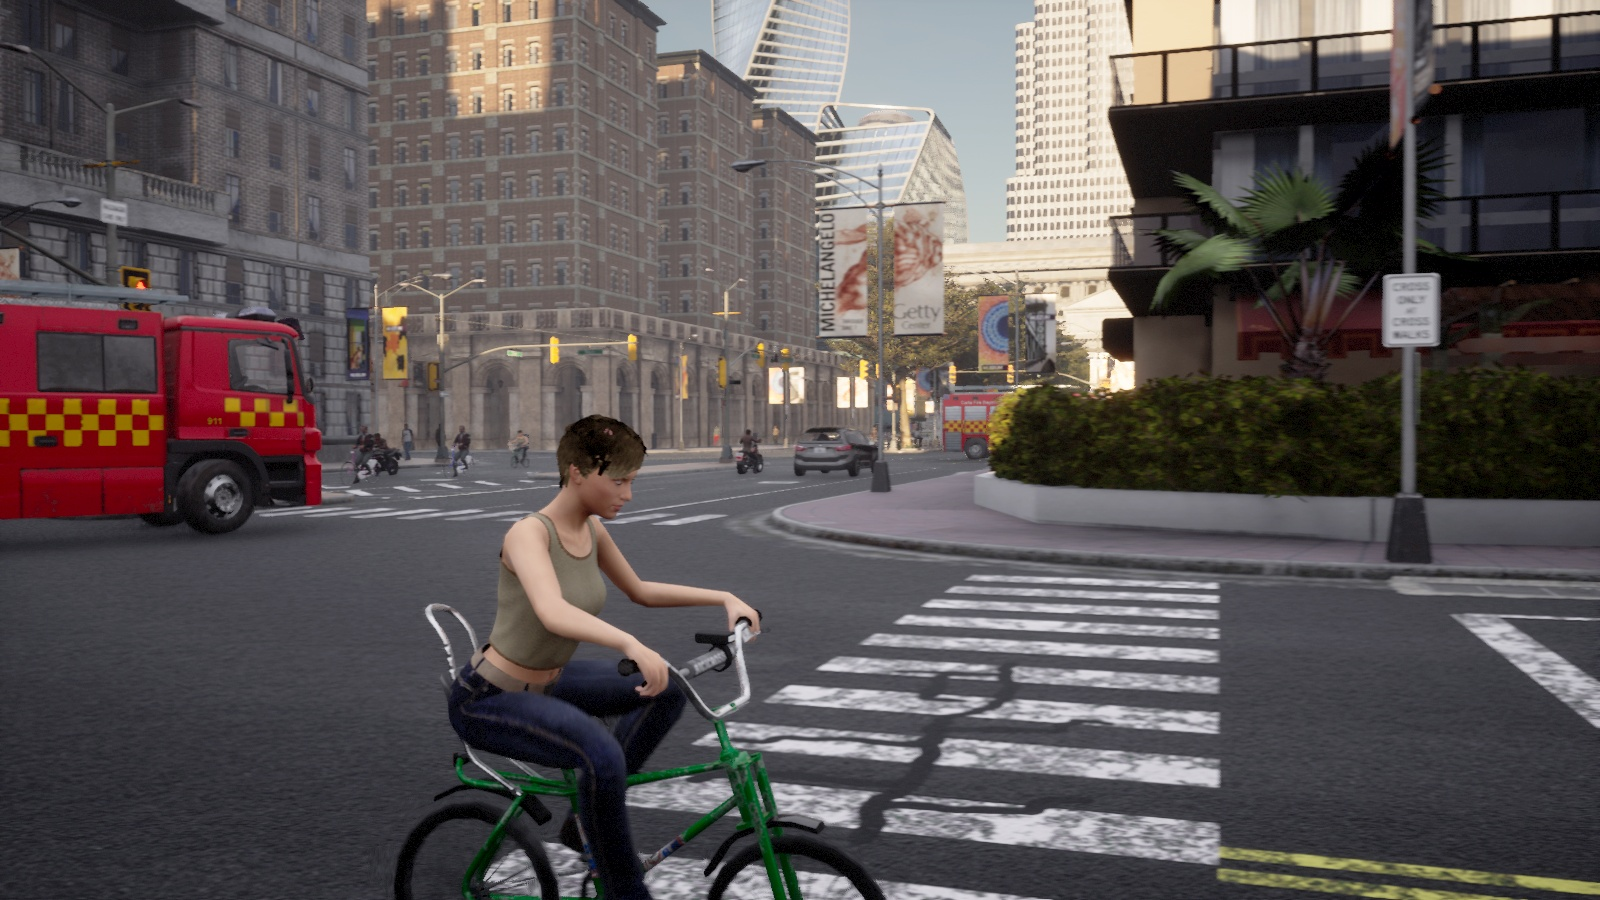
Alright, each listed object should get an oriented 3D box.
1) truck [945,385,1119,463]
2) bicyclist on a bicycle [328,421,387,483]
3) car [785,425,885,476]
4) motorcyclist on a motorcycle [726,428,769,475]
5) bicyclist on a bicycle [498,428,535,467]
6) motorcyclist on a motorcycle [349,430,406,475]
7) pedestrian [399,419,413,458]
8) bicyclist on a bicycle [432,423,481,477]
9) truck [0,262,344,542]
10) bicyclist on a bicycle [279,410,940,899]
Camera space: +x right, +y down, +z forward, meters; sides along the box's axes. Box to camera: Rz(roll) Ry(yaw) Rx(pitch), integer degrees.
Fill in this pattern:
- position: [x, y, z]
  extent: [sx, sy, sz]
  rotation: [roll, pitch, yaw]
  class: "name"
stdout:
- position: [11.917, -1.325, 64.444]
  extent: [8.468, 3.827, 2.891]
  rotation: [1, 1, 18]
  class: "truck"
- position: [-13.037, 0.055, 37.021]
  extent: [0.659, 1.776, 1.843]
  rotation: [1, 1, 18]
  class: "bicyclist on a bicycle"
- position: [1.281, -0.026, 43.807]
  extent: [2.242, 1.667, 4.611]
  rotation: [1, 1, 18]
  class: "car"
- position: [-1.878, 0.043, 45.403]
  extent: [0.766, 1.649, 2.350]
  rotation: [1, 1, 18]
  class: "motorcyclist on a motorcycle"
- position: [-11.780, -0.119, 52.291]
  extent: [0.866, 1.612, 1.509]
  rotation: [0, 1, 17]
  class: "bicyclist on a bicycle"
- position: [-14.605, 0.057, 43.488]
  extent: [0.797, 1.523, 2.044]
  rotation: [1, 1, 18]
  class: "motorcyclist on a motorcycle"
- position: [-19.005, -0.558, 60.569]
  extent: [0.354, 1.836, 0.706]
  rotation: [0, 1, 10]
  class: "pedestrian"
- position: [-11.449, -0.017, 41.874]
  extent: [0.659, 1.776, 1.843]
  rotation: [1, 1, 18]
  class: "bicyclist on a bicycle"
- position: [-11.511, -0.680, 18.655]
  extent: [8.468, 3.827, 2.891]
  rotation: [-1, 1, -44]
  class: "truck"
- position: [-0.467, 0.708, 3.354]
  extent: [1.509, 1.612, 0.866]
  rotation: [1, 1, 19]
  class: "bicyclist on a bicycle"
